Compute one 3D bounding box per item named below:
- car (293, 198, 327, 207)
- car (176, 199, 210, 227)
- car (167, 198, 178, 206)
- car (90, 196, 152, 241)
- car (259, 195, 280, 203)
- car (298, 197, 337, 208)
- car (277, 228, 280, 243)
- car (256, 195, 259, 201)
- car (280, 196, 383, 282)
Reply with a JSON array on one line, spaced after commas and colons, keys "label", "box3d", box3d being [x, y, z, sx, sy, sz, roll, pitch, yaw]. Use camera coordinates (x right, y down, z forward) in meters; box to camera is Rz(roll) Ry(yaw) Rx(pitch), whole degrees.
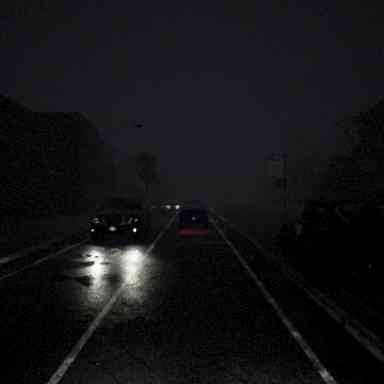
[{"label": "car", "box3d": [18.693, 1.646, 52.963, 4.674, 1.452, 2.002, 0, 0, 0]}, {"label": "car", "box3d": [0.093, 1.494, 23.200, 1.882, 1.535, 5.008, 0, 0, 0]}, {"label": "car", "box3d": [-3.313, 1.709, 58.757, 1.812, 1.442, 4.674, 0, 0, 0]}, {"label": "car", "box3d": [-3.354, 1.208, 16.813, 2.150, 2.045, 5.566, 0, 0, 0]}, {"label": "car", "box3d": [18.740, 1.586, 77.299, 4.553, 1.767, 2.185, 0, 0, 0]}, {"label": "car", "box3d": [18.689, 1.593, 49.687, 4.892, 1.521, 2.231, 0, 0, 0]}, {"label": "car", "box3d": [5.589, 1.444, 12.022, 4.892, 1.521, 2.231, 0, 0, 0]}, {"label": "car", "box3d": [18.669, 1.768, 80.468, 4.674, 1.452, 2.002, 0, 0, 0]}, {"label": "car", "box3d": [5.622, 1.192, 9.221, 5.566, 2.045, 2.435, 0, 0, 0]}]
